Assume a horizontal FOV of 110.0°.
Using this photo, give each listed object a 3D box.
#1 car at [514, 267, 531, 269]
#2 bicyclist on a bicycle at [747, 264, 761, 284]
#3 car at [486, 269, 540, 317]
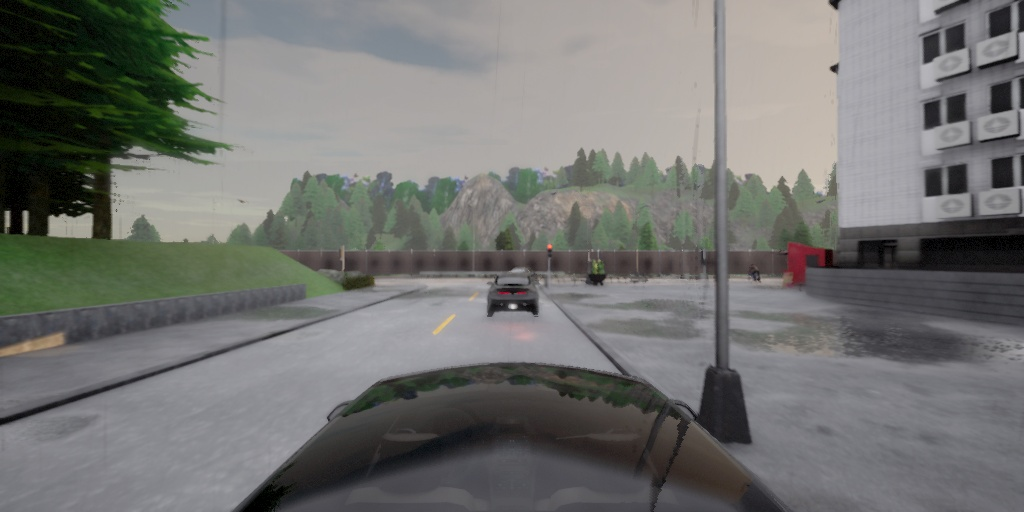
[{"bbox_3d":[0.932,1.641,29.687,1.812,1.442,4.674,-1,-1,18],"label":"car"},{"bbox_3d":[19.993,1.464,29.644,0.582,1.620,1.656,0,-1,0],"label":"bicyclist on a bicycle"},{"bbox_3d":[0.050,1.417,14.072,1.837,1.490,4.892,0,-1,0],"label":"car"}]
